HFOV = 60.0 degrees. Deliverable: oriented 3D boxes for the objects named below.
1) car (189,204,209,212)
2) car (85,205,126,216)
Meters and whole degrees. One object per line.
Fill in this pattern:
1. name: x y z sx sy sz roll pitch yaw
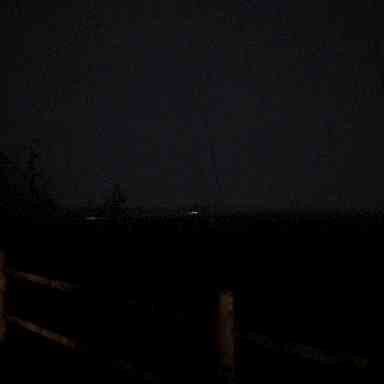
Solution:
1. car: 1.306 2.783 58.625 1.994 1.385 4.181 1 -1 36
2. car: -10.751 2.331 41.951 2.033 1.411 5.357 1 -1 36
